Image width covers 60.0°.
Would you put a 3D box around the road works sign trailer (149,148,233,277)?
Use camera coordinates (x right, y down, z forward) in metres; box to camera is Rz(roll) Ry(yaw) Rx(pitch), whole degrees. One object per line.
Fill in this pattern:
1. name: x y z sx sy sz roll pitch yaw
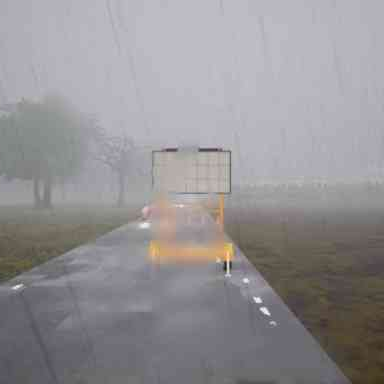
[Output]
1. road works sign trailer: -0.004 0.462 10.275 2.380 3.560 2.880 0 0 1

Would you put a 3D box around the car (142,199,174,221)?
1. car: -2.877 1.398 27.791 2.097 1.767 4.553 0 0 0

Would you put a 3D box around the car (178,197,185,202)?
1. car: -2.836 2.060 90.169 1.994 1.385 4.181 0 0 0

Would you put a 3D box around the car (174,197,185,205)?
1. car: -2.817 1.964 68.665 1.895 1.301 4.718 0 0 0
